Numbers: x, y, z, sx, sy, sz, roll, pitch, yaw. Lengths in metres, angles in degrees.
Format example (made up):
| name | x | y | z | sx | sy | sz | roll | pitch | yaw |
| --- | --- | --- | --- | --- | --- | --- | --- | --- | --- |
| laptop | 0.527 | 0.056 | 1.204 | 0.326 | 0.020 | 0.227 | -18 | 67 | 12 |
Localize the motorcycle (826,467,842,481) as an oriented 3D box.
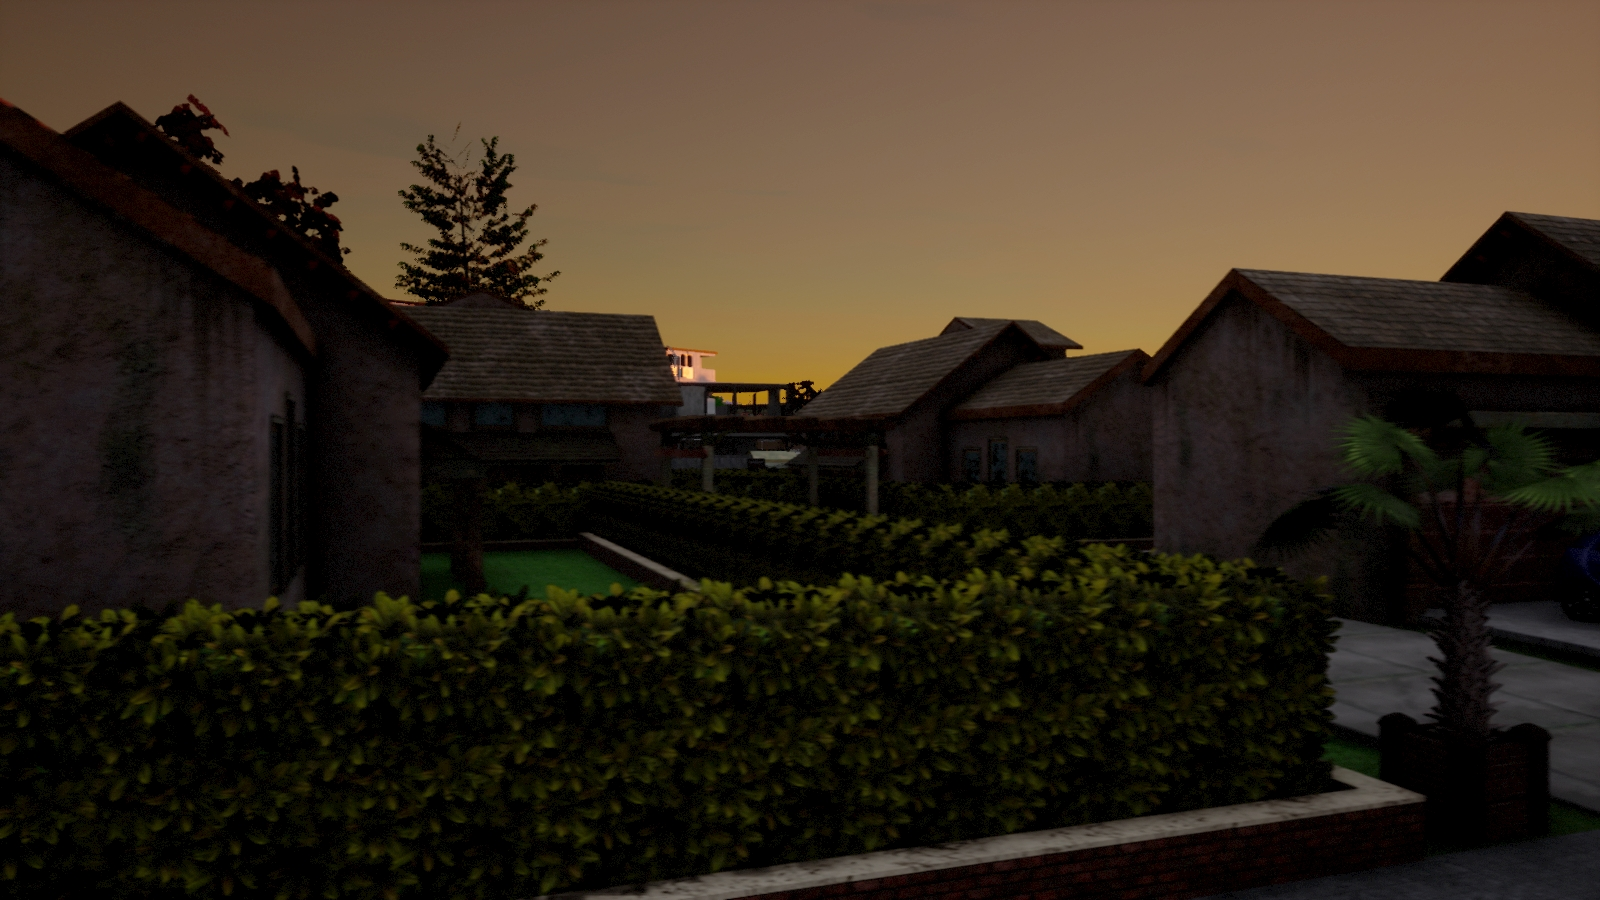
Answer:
| name | x | y | z | sx | sy | sz | roll | pitch | yaw |
| --- | --- | --- | --- | --- | --- | --- | --- | --- | --- |
| motorcycle | 3.080 | 2.176 | 104.666 | 0.803 | 1.199 | 2.033 | 0 | 0 | -20 |
